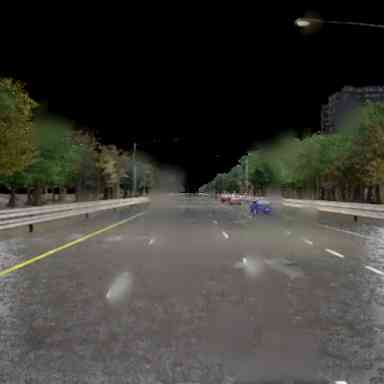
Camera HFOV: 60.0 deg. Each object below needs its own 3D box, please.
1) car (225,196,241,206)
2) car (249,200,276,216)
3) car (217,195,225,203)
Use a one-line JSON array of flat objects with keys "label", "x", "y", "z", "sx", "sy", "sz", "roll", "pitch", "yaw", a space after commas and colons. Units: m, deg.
[{"label": "car", "x": 7.046, "y": 1.572, "z": 56.032, "sx": 1.812, "sy": 1.442, "sz": 4.674, "roll": 0, "pitch": 0, "yaw": 0}, {"label": "car", "x": 7.002, "y": 1.511, "z": 33.364, "sx": 1.882, "sy": 1.535, "sz": 5.008, "roll": 0, "pitch": 0, "yaw": 0}, {"label": "car", "x": 7.110, "y": 1.545, "z": 72.035, "sx": 1.882, "sy": 1.535, "sz": 5.008, "roll": 0, "pitch": 0, "yaw": 0}]
